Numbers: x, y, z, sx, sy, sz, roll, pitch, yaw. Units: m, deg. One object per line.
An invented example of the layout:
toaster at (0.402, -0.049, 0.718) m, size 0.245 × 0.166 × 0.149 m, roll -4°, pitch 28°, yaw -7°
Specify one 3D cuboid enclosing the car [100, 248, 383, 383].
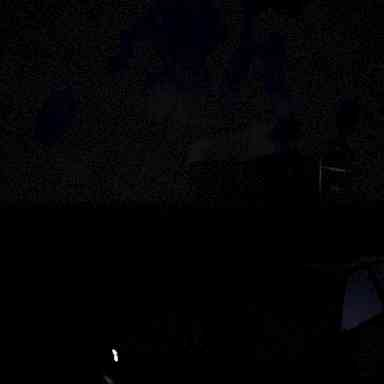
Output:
car at (1.645, 1.529, 4.368) m, size 5.357 × 1.411 × 2.033 m, roll 0°, pitch 0°, yaw -38°
